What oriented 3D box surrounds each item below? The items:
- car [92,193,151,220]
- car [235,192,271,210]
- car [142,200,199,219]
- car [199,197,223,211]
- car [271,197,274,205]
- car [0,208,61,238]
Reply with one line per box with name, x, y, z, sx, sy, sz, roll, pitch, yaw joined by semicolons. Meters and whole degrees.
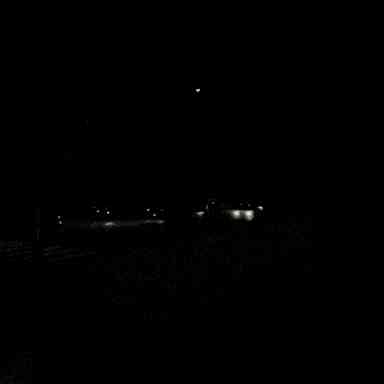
car;-5.710;1.147;28.071;2.150;2.045;5.566;0;0;35
car;7.296;1.063;40.755;2.150;2.045;5.566;0;0;35
car;-1.704;1.508;28.095;1.895;1.301;4.718;0;0;35
car;1.807;1.356;38.652;2.128;1.511;4.902;0;1;35
car;11.099;1.300;51.606;1.837;1.490;4.892;0;0;35
car;-9.143;1.525;17.595;1.994;1.385;4.181;0;0;35
